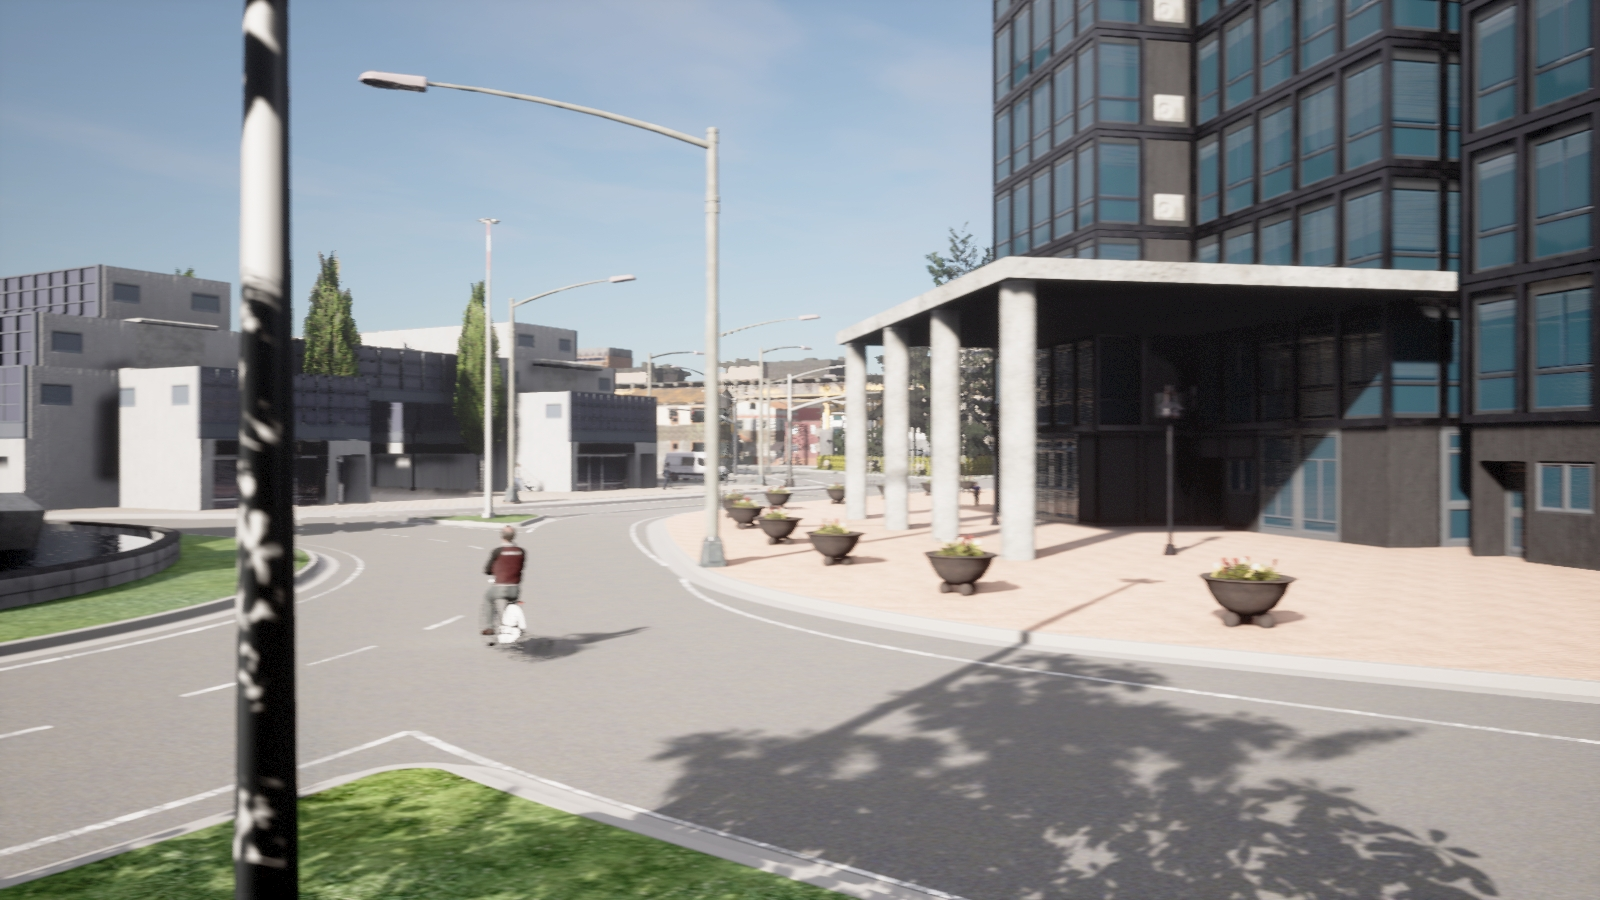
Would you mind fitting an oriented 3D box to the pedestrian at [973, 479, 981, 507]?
[{"bbox_3d":[8.378,2.021,54.097,0.375,1.300,0.375,0,0,10],"label":"pedestrian"}]

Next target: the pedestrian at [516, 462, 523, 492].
[{"bbox_3d":[-17.221,1.661,70.123,0.375,1.860,0.375,0,0,-1],"label":"pedestrian"}]

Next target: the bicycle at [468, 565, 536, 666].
[{"bbox_3d":[-4.091,2.226,15.607,0.329,1.126,1.835,1,0,-32],"label":"bicycle"}]

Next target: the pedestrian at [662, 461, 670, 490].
[{"bbox_3d":[-8.761,1.661,74.678,0.375,1.860,0.375,0,0,-39],"label":"pedestrian"}]
